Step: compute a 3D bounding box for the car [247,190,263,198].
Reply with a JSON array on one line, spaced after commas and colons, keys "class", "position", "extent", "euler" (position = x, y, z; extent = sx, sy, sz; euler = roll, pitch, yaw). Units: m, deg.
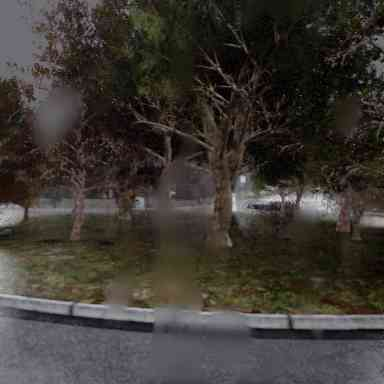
[{"class": "car", "position": [13.806, 0.597, 75.300], "extent": [1.946, 1.575, 5.366], "euler": [0, 3, 26]}]

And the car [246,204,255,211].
[{"class": "car", "position": [9.699, 1.896, 44.357], "extent": [4.718, 1.301, 1.895], "euler": [0, 0, 20]}]

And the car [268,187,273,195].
[{"class": "car", "position": [18.580, 0.028, 85.247], "extent": [1.946, 1.575, 5.366], "euler": [0, 3, 26]}]

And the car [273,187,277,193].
[{"class": "car", "position": [21.083, -0.518, 90.466], "extent": [2.435, 2.045, 5.566], "euler": [0, 3, 26]}]

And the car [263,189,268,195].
[{"class": "car", "position": [16.197, 0.311, 80.271], "extent": [1.946, 1.575, 5.366], "euler": [0, 3, 26]}]

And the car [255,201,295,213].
[{"class": "car", "position": [10.517, 1.807, 40.471], "extent": [4.674, 1.442, 1.812], "euler": [0, -1, 26]}]
